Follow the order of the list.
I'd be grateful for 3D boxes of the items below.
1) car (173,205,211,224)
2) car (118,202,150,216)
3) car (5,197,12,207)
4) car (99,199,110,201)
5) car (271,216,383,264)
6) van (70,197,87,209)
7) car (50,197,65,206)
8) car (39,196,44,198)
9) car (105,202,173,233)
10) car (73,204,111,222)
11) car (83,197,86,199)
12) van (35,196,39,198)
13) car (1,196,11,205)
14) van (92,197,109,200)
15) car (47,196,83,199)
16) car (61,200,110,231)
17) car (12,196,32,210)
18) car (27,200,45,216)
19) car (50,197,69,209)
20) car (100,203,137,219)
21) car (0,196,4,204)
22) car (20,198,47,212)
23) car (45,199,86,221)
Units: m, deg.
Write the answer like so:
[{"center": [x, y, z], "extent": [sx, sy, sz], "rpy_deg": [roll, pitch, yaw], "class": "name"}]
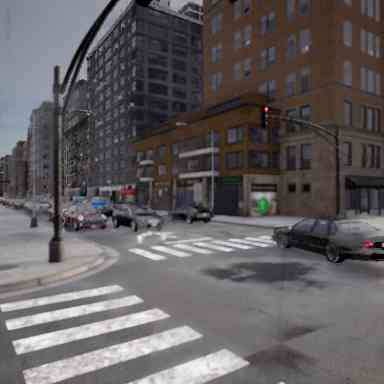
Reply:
[{"center": [-0.200, 1.695, 25.888], "extent": [1.947, 1.339, 4.313], "rpy_deg": [0, 0, -33], "class": "car"}, {"center": [-6.227, 1.777, 35.117], "extent": [1.802, 1.307, 4.206], "rpy_deg": [0, 0, -33], "class": "car"}, {"center": [-31.025, 1.954, 58.412], "extent": [2.008, 1.369, 4.403], "rpy_deg": [0, 0, -33], "class": "car"}, {"center": [-9.240, 1.796, 39.731], "extent": [1.947, 1.339, 4.313], "rpy_deg": [0, 0, -33], "class": "car"}, {"center": [4.925, 1.583, 12.008], "extent": [2.033, 1.411, 5.357], "rpy_deg": [0, 0, -16], "class": "car"}, {"center": [-18.280, 1.683, 53.573], "extent": [1.690, 1.788, 3.998], "rpy_deg": [0, 0, -33], "class": "van"}, {"center": [-27.319, 1.901, 67.415], "extent": [1.967, 1.590, 4.097], "rpy_deg": [0, 0, -33], "class": "car"}, {"center": [-33.346, 1.981, 76.643], "extent": [1.967, 1.590, 4.097], "rpy_deg": [0, 0, -33], "class": "car"}, {"center": [-3.461, 1.594, 20.845], "extent": [2.128, 1.511, 4.902], "rpy_deg": [0, 0, -33], "class": "car"}, {"center": [-8.840, 1.762, 29.079], "extent": [1.895, 1.301, 4.718], "rpy_deg": [0, 0, -33], "class": "car"}, {"center": [-15.267, 1.854, 48.958], "extent": [2.008, 1.369, 4.403], "rpy_deg": [0, 0, -33], "class": "car"}, {"center": [-39.372, 1.960, 85.872], "extent": [1.690, 1.788, 3.998], "rpy_deg": [0, 0, -33], "class": "van"}, {"center": [-37.051, 2.028, 67.640], "extent": [1.887, 1.381, 4.507], "rpy_deg": [0, 0, -33], "class": "car"}, {"center": [-12.254, 1.607, 44.346], "extent": [1.690, 1.788, 3.998], "rpy_deg": [0, 0, -33], "class": "van"}, {"center": [-14.547, 1.448, 37.850], "extent": [2.150, 2.045, 5.566], "rpy_deg": [0, 0, -33], "class": "car"}, {"center": [-6.920, 1.551, 21.502], "extent": [1.967, 1.590, 4.097], "rpy_deg": [0, 0, -33], "class": "car"}, {"center": [-24.999, 1.765, 49.185], "extent": [1.967, 1.590, 4.097], "rpy_deg": [0, 0, -33], "class": "car"}, {"center": [-15.959, 1.794, 35.342], "extent": [1.802, 1.307, 4.206], "rpy_deg": [0, 0, -33], "class": "car"}, {"center": [-21.390, 1.700, 53.650], "extent": [2.097, 1.767, 4.553], "rpy_deg": [0, -1, -33], "class": "car"}, {"center": [-7.116, 1.777, 31.840], "extent": [1.895, 1.301, 4.718], "rpy_deg": [0, 0, -33], "class": "car"}, {"center": [-40.065, 2.105, 72.254], "extent": [1.802, 1.307, 4.206], "rpy_deg": [0, 0, -33], "class": "car"}, {"center": [-18.972, 1.799, 39.956], "extent": [2.008, 1.369, 4.403], "rpy_deg": [0, 0, -33], "class": "car"}, {"center": [-9.933, 1.584, 26.116], "extent": [1.967, 1.590, 4.097], "rpy_deg": [0, 0, -33], "class": "car"}]
